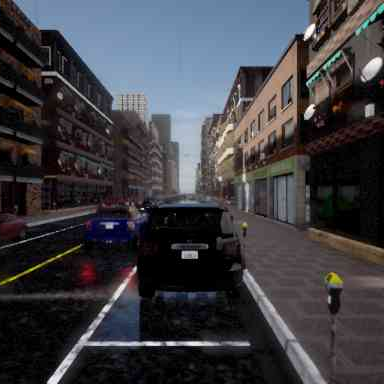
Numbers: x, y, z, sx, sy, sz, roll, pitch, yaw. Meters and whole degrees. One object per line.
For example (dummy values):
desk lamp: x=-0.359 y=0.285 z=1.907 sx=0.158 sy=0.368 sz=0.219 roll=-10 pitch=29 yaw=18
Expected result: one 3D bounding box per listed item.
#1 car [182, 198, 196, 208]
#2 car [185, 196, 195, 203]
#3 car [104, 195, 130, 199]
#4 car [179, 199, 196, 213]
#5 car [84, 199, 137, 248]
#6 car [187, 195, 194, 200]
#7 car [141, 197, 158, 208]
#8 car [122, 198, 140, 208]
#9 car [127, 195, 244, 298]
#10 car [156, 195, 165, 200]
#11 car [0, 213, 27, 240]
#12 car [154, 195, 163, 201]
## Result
car: x=-0.454 y=1.542 z=48.426 sx=1.887 sy=1.381 sz=4.507 roll=0 pitch=0 yaw=0
car: x=-0.453 y=1.545 z=70.970 sx=2.008 sy=1.369 sz=4.403 roll=0 pitch=0 yaw=0
car: x=-8.833 y=1.314 z=37.157 sx=2.192 sy=1.841 sz=5.009 roll=0 pitch=0 yaw=0
car: x=-0.454 y=1.524 z=37.323 sx=1.752 sy=1.417 sz=4.829 roll=0 pitch=0 yaw=0
car: x=-3.144 y=1.351 z=14.824 sx=2.097 sy=1.767 sz=4.553 roll=0 pitch=0 yaw=0
car: x=-0.452 y=1.513 z=93.685 sx=1.752 sy=1.417 sz=4.829 roll=0 pitch=0 yaw=0
car: x=-6.149 y=1.510 z=48.188 sx=1.837 sy=1.490 sz=4.892 roll=0 pitch=0 yaw=0
car: x=-8.834 y=1.543 z=48.430 sx=1.887 sy=1.381 sz=4.507 roll=0 pitch=0 yaw=0
car: x=-0.038 y=1.228 z=8.679 sx=2.150 sy=2.045 sz=5.566 roll=0 pitch=0 yaw=0
car: x=-8.834 y=1.539 z=93.519 sx=2.008 sy=1.369 sz=4.403 roll=0 pitch=0 yaw=0
car: x=-8.835 y=1.583 z=14.612 sx=1.802 sy=1.307 sz=4.206 roll=0 pitch=0 yaw=0
car: x=-8.834 y=1.540 z=87.882 sx=2.008 sy=1.369 sz=4.403 roll=0 pitch=0 yaw=0
